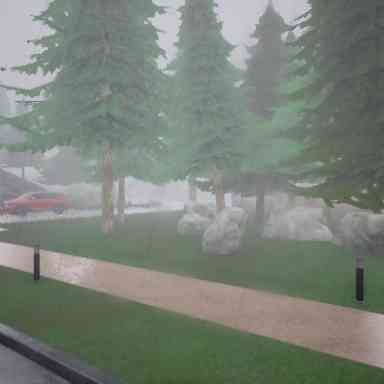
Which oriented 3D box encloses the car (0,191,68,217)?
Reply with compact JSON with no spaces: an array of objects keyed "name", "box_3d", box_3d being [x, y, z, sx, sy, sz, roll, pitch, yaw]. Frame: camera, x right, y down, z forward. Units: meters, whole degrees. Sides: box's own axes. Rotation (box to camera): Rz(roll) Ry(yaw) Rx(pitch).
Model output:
[{"name":"car","box_3d":[-13.398,0.973,28.520,2.150,2.045,5.566,0,0,36]}]
